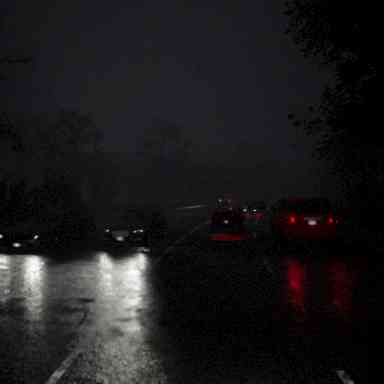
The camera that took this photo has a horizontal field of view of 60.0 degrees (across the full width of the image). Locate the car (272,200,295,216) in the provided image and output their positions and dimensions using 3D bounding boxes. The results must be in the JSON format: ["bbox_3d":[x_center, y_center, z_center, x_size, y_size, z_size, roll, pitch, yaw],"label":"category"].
[{"bbox_3d":[9.612,1.581,34.686,2.033,1.411,5.357,0,0,19],"label":"car"}]

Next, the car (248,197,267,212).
[{"bbox_3d":[7.845,1.515,39.883,2.128,1.511,4.902,0,0,21],"label":"car"}]

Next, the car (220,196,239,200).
[{"bbox_3d":[5.952,1.355,53.320,2.097,1.767,4.553,0,0,27],"label":"car"}]

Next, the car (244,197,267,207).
[{"bbox_3d":[10.500,1.573,54.644,2.033,1.411,5.357,0,0,28],"label":"car"}]

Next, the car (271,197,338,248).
[{"bbox_3d":[4.877,1.236,15.050,2.150,2.045,5.566,0,0,8],"label":"car"}]

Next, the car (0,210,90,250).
[{"bbox_3d":[-5.979,1.526,14.612,2.033,1.411,5.357,0,0,7],"label":"car"}]

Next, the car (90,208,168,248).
[{"bbox_3d":[-2.366,1.482,14.882,2.128,1.511,4.902,0,0,8],"label":"car"}]

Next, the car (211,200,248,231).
[{"bbox_3d":[2.347,1.483,20.790,1.882,1.535,5.008,0,0,11],"label":"car"}]
